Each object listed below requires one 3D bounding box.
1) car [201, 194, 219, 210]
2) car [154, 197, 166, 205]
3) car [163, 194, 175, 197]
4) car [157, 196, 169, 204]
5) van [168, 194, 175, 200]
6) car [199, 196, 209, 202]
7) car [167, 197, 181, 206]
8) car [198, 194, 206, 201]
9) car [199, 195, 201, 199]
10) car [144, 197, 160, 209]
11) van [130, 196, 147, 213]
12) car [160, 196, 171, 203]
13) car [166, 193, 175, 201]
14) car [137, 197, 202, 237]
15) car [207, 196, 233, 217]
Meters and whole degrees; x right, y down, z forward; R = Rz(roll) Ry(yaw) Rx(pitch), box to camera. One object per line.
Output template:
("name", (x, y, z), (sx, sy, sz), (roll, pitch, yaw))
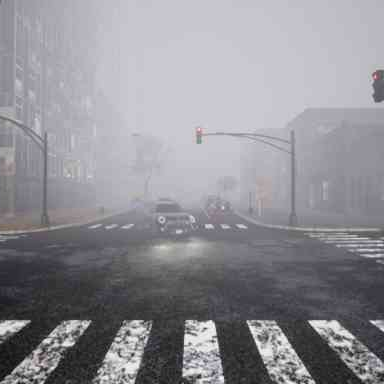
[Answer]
("car", (2.707, 1.320, 42.371), (2.192, 1.841, 5.009), (1, 0, 0))
("car", (-5.678, 1.587, 59.354), (1.802, 1.307, 4.206), (1, 0, 0))
("car", (-3.099, 1.355, 36.443), (2.097, 1.767, 4.553), (0, 0, 0))
("car", (-5.678, 1.572, 65.028), (1.947, 1.339, 4.313), (1, 0, 0))
("van", (-5.674, 1.347, 93.398), (1.690, 1.788, 3.998), (1, 0, 0))
("car", (2.702, 1.572, 76.415), (1.947, 1.339, 4.313), (1, 0, 0))
("car", (-3.061, 1.553, 57.256), (2.033, 1.411, 5.357), (0, 0, 0))
("car", (2.704, 1.446, 87.762), (1.967, 1.590, 4.097), (1, 0, 0))
("car", (2.707, 1.321, 65.067), (2.192, 1.841, 5.009), (1, 0, 0))
("car", (-5.677, 1.530, 47.836), (1.752, 1.417, 4.829), (1, 0, 0))
("van", (-5.673, 1.346, 36.658), (1.690, 1.788, 3.998), (1, 0, 0))
("car", (-5.678, 1.572, 70.702), (1.947, 1.339, 4.313), (1, 0, 0))
("car", (-5.673, 1.321, 87.724), (2.192, 1.841, 5.009), (1, 0, 0))
("car", (-1.397, 1.354, 18.351), (2.097, 1.767, 4.553), (0, 0, -20))
("car", (2.705, 1.444, 31.023), (1.967, 1.590, 4.097), (1, 0, 0))
